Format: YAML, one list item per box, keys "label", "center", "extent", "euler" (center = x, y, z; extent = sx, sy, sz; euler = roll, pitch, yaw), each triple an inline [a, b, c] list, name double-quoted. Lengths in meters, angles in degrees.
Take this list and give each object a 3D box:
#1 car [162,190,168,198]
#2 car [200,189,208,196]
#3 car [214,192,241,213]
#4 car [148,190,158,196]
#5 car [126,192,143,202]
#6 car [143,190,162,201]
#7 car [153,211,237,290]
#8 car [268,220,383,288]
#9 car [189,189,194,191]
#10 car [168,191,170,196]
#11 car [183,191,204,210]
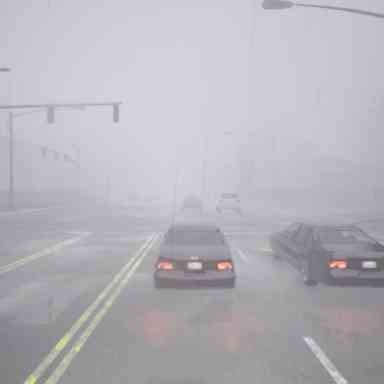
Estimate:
- label: "car"
  center: [-7.178, 0.588, 76.345]
  extent: [1.882, 1.535, 5.008]
  euler: [0, 1, 0]
- label: "car"
  center: [3.293, 0.366, 88.965]
  extent: [1.895, 1.301, 4.718]
  euler: [0, 2, 0]
- label: "car"
  center: [3.518, 0.986, 33.475]
  extent: [2.150, 2.045, 5.566]
  euler: [0, 1, 0]
- label: "car"
  center: [-10.713, 0.243, 91.246]
  extent: [2.033, 1.411, 5.357]
  euler: [0, 2, 0]
- label: "car"
  center: [-10.689, 0.908, 60.910]
  extent: [1.882, 1.535, 5.008]
  euler: [0, 1, 0]
- label: "car"
  center: [-7.189, 0.928, 61.163]
  extent: [1.837, 1.490, 4.892]
  euler: [0, 1, 0]
- label: "car"
  center: [0.058, 1.487, 9.064]
  extent: [2.033, 1.411, 5.357]
  euler: [0, 0, 0]
- label: "car"
  center: [3.559, 1.486, 9.172]
  extent: [2.033, 1.411, 5.357]
  euler: [0, 0, 0]
- label: "car"
  center: [-0.207, 0.128, 88.891]
  extent: [2.097, 1.767, 4.553]
  euler: [0, 2, 0]
- label: "car"
  center: [-7.213, 0.254, 91.306]
  extent: [1.994, 1.385, 4.181]
  euler: [0, 2, 0]
- label: "car"
  center: [0.008, 1.081, 38.223]
  extent: [2.097, 1.767, 4.553]
  euler: [0, 0, 0]
